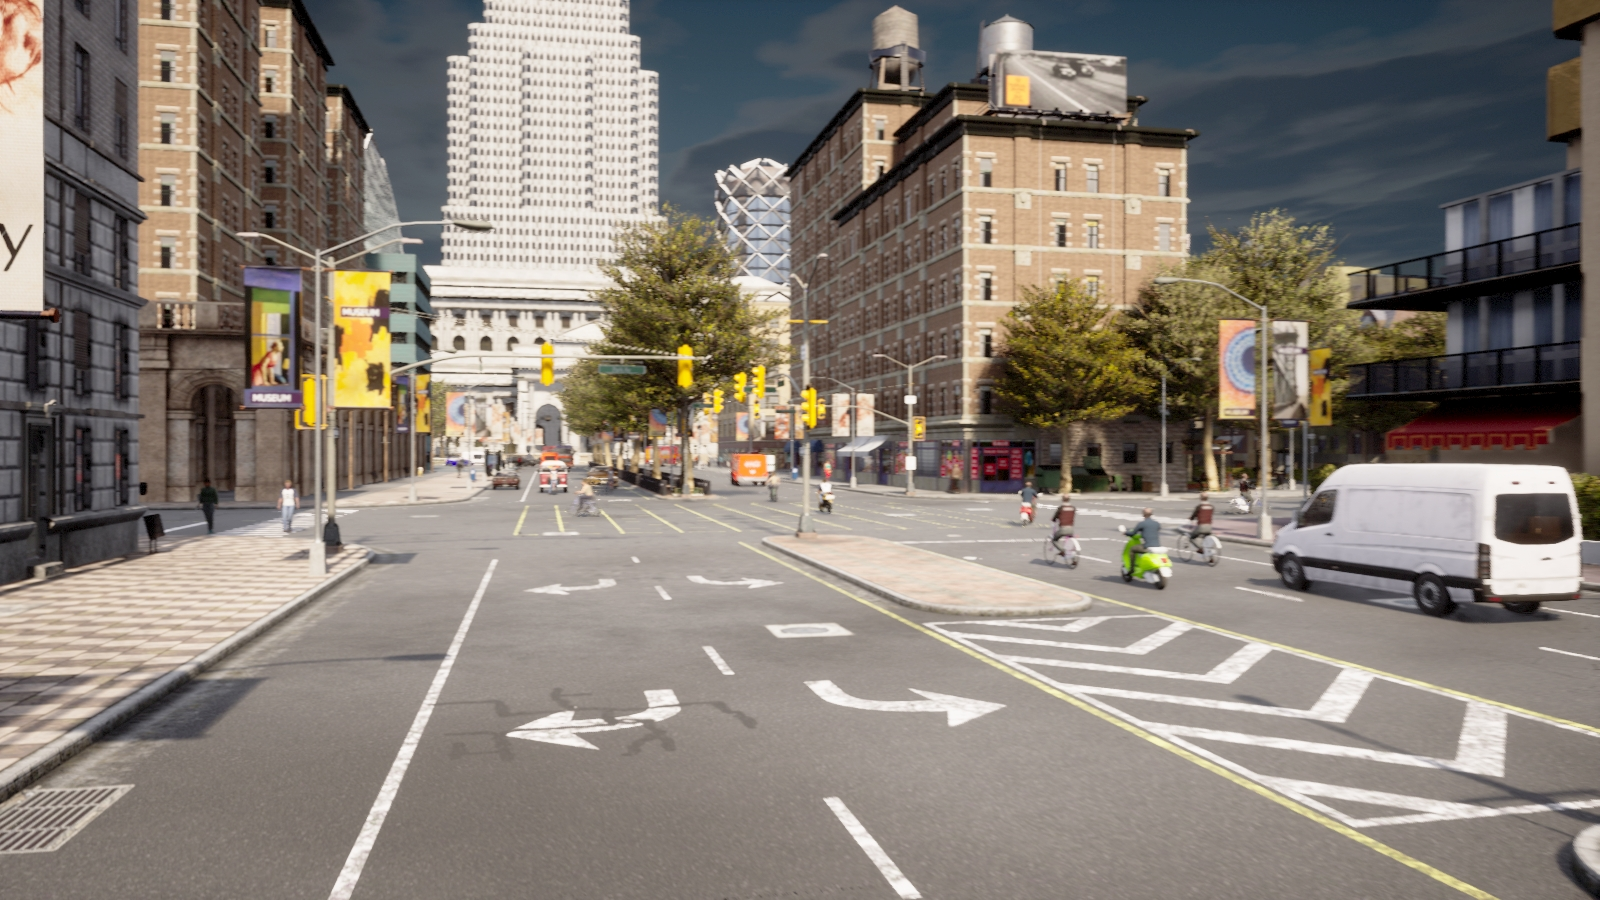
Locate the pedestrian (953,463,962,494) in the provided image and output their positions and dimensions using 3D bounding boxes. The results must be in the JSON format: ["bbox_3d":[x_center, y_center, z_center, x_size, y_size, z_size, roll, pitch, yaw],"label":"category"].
[{"bbox_3d":[9.398,1.694,68.035,0.375,1.860,0.375,0,0,-30],"label":"pedestrian"}]

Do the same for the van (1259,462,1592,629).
[{"bbox_3d":[11.169,1.531,21.113,1.988,2.561,5.915,0,0,-13],"label":"van"}]

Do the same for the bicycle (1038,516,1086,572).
[{"bbox_3d":[6.210,2.208,27.201,0.329,1.171,1.835,0,0,-14],"label":"bicycle"}]

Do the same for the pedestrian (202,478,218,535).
[{"bbox_3d":[-19.470,1.855,37.691,0.375,1.860,0.375,0,0,-13],"label":"pedestrian"}]

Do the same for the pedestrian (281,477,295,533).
[{"bbox_3d":[-17.260,1.855,38.520,0.375,1.860,0.375,0,0,-16],"label":"pedestrian"}]

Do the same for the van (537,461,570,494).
[{"bbox_3d":[-16.334,1.788,75.676,2.069,2.038,4.480,0,0,-13],"label":"van"}]

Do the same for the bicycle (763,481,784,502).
[{"bbox_3d":[-1.444,2.258,61.751,0.859,1.080,1.487,0,0,-13],"label":"bicycle"}]

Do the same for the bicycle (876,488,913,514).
[{"bbox_3d":[4.206,2.256,50.659,1.487,1.080,0.859,0,1,15],"label":"bicycle"}]

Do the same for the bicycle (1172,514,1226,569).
[{"bbox_3d":[9.698,2.207,27.837,0.329,1.171,1.835,0,0,-13],"label":"bicycle"}]

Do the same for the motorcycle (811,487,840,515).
[{"bbox_3d":[1.106,2.213,50.237,0.803,1.145,2.033,0,0,-13],"label":"motorcycle"}]
